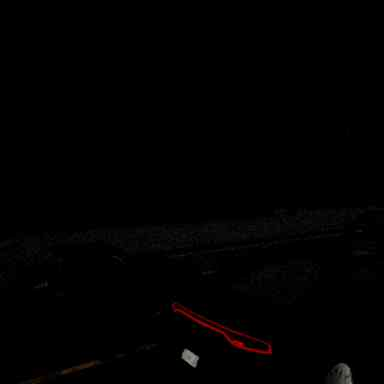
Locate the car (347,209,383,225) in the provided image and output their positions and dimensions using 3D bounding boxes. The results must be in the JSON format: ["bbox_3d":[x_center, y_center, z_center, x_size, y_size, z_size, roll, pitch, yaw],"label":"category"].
[{"bbox_3d":[9.998,1.567,17.645,4.313,1.339,1.947,0,0,-36],"label":"car"}]

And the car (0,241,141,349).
[{"bbox_3d":[-2.241,1.601,5.643,4.718,1.301,1.895,0,0,-36],"label":"car"}]

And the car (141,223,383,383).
[{"bbox_3d":[1.992,1.477,4.734,5.008,1.535,1.882,0,0,-36],"label":"car"}]
